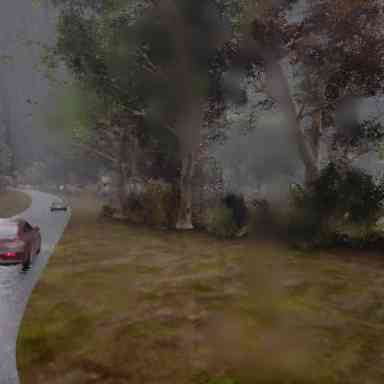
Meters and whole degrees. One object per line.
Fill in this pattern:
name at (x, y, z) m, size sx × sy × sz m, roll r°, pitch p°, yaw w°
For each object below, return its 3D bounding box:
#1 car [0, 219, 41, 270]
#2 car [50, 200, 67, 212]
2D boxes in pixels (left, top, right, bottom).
car at (-6.100, 1.604, 10.884) m, size 1.812 × 1.442 × 4.674 m, roll 1°, pitch -1°, yaw -19°
car at (-17.326, 1.743, 43.277) m, size 1.994 × 1.385 × 4.181 m, roll -1°, pitch 1°, yaw -21°
